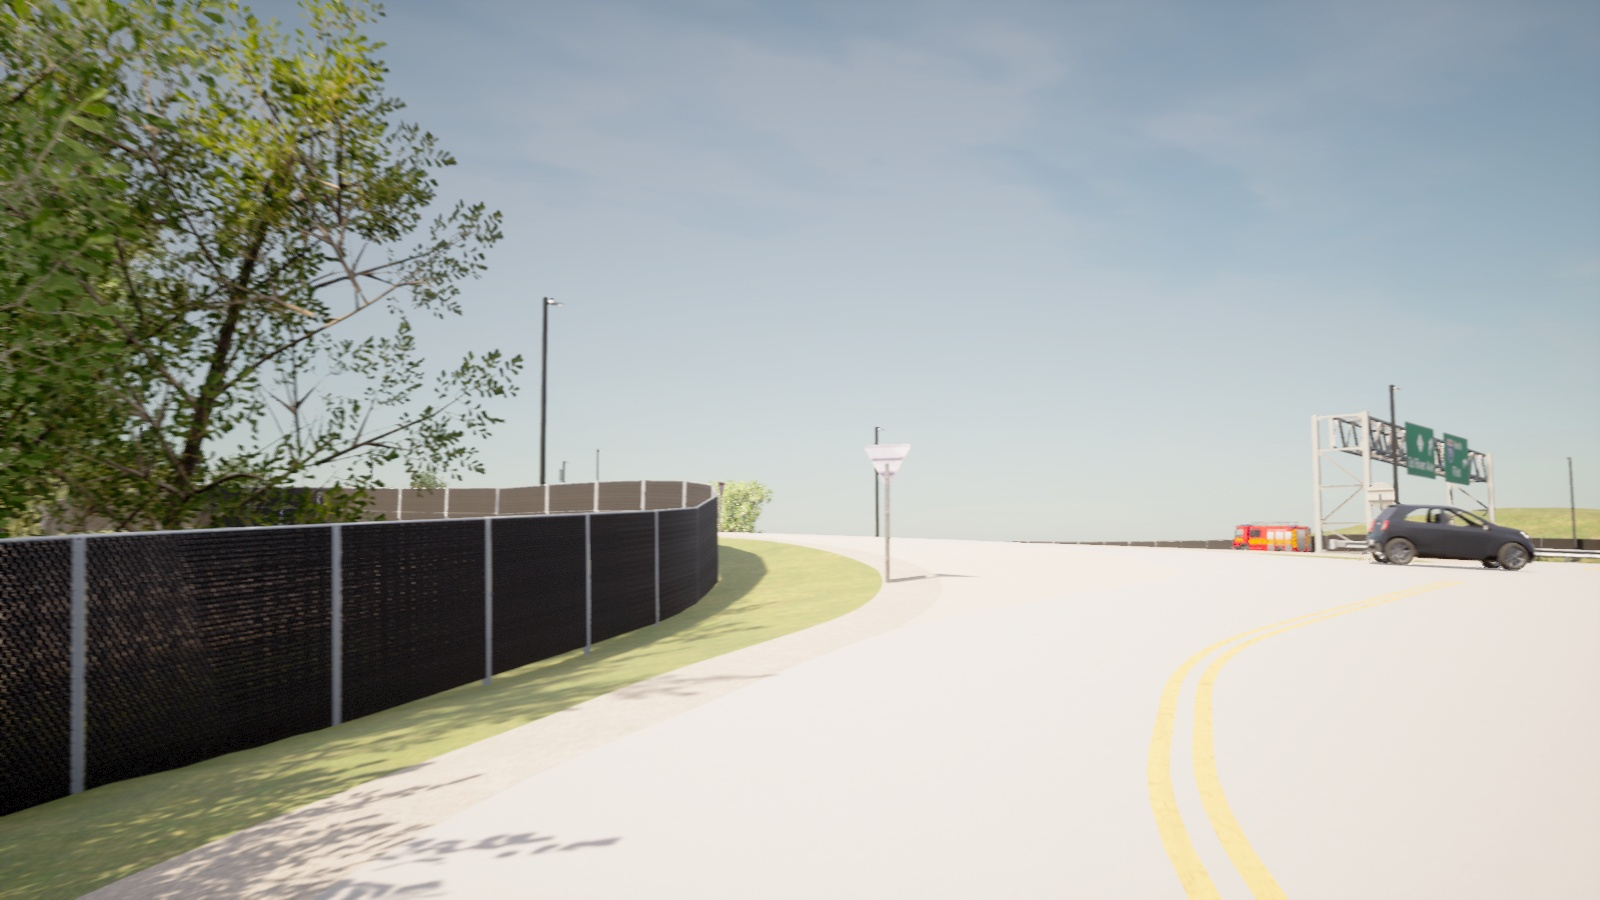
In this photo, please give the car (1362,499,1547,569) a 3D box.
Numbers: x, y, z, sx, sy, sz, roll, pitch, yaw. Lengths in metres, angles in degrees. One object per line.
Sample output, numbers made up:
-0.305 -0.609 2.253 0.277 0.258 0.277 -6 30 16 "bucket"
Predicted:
15.964 2.027 30.788 3.633 1.501 1.845 2 -2 11 "car"
